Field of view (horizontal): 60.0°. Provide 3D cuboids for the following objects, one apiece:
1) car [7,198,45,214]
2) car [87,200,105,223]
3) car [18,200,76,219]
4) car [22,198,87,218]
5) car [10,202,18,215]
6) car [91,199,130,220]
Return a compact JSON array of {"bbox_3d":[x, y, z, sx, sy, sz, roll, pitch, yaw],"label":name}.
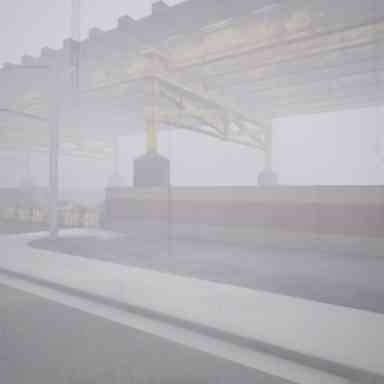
[{"bbox_3d":[-14.645,1.178,29.627,1.853,1.218,4.536,0,0,-11],"label":"car"},{"bbox_3d":[-6.049,1.376,24.437,2.038,1.542,4.974,0,0,-26],"label":"car"},{"bbox_3d":[-10.877,1.354,26.910,4.974,1.542,2.038,0,0,-1],"label":"car"},{"bbox_3d":[-10.825,1.197,26.911,4.536,1.218,1.853,0,0,-1],"label":"car"},{"bbox_3d":[-14.635,1.335,29.577,2.038,1.542,4.974,0,0,-11],"label":"car"},{"bbox_3d":[-6.072,1.218,24.484,1.853,1.218,4.536,0,0,-26],"label":"car"}]
